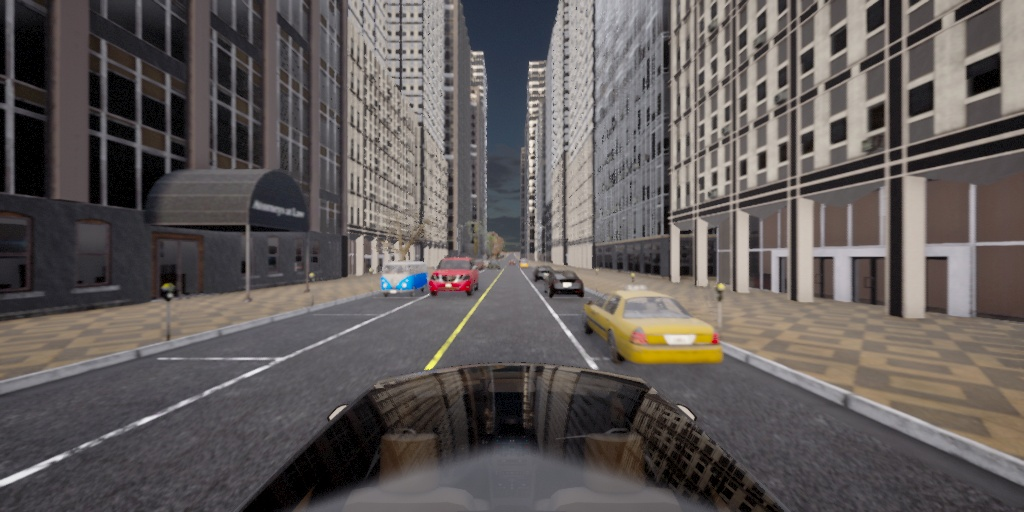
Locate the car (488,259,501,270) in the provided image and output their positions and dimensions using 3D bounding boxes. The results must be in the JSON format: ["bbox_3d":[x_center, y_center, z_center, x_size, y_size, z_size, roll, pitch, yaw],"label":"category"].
[{"bbox_3d":[-3.034,1.435,60.482,2.097,1.767,4.553,0,0,1],"label":"car"}]

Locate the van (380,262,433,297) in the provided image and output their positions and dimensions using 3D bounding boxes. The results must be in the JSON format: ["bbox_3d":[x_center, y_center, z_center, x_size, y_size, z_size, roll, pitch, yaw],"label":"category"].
[{"bbox_3d":[-5.687,1.199,19.285,1.690,1.789,3.998,0,0,0],"label":"van"}]

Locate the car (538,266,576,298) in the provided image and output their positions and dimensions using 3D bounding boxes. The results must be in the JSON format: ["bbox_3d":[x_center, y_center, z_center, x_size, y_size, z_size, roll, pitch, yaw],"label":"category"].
[{"bbox_3d":[2.693,1.424,19.280,1.948,1.339,4.313,0,0,0],"label":"car"}]

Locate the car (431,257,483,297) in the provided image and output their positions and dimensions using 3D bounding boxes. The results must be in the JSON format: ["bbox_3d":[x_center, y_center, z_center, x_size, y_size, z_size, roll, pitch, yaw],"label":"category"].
[{"bbox_3d":[-3.098,1.085,20.274,2.150,2.045,5.566,0,0,0],"label":"car"}]

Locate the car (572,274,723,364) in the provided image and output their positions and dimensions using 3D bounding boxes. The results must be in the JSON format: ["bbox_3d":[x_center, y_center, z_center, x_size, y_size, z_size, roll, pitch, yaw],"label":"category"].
[{"bbox_3d":[2.692,1.314,8.053,1.751,1.417,4.829,0,0,0],"label":"car"}]

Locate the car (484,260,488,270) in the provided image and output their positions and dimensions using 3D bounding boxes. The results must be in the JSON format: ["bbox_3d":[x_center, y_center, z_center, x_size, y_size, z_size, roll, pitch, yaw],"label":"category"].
[{"bbox_3d":[-5.681,1.391,59.173,2.192,1.841,5.009,0,0,0],"label":"car"}]

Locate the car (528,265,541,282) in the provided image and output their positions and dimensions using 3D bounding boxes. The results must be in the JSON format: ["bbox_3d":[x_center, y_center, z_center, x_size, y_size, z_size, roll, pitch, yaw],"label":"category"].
[{"bbox_3d":[2.695,1.490,30.676,1.948,1.339,4.313,0,0,0],"label":"car"}]
